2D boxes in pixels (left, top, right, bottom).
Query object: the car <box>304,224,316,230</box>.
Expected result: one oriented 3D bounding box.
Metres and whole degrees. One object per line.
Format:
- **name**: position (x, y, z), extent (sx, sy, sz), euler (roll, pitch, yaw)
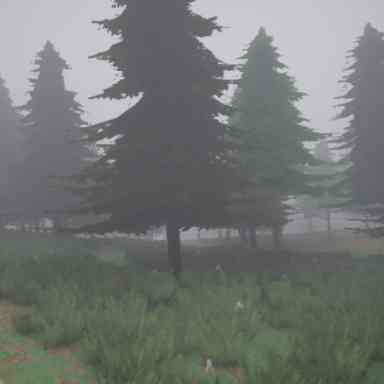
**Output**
- **car**: position (28.538, 8.408, 80.811), extent (1.851, 1.617, 3.988), euler (-4, -4, -1)
